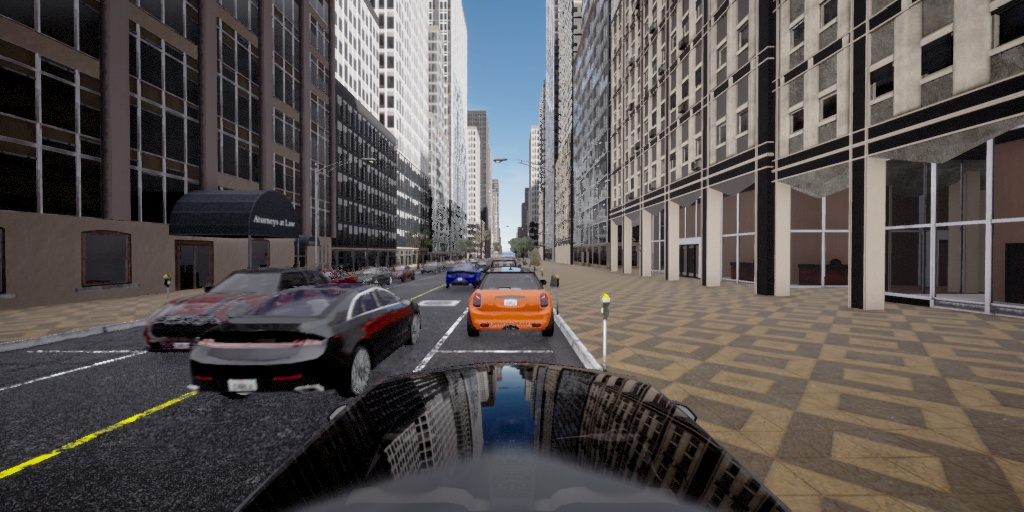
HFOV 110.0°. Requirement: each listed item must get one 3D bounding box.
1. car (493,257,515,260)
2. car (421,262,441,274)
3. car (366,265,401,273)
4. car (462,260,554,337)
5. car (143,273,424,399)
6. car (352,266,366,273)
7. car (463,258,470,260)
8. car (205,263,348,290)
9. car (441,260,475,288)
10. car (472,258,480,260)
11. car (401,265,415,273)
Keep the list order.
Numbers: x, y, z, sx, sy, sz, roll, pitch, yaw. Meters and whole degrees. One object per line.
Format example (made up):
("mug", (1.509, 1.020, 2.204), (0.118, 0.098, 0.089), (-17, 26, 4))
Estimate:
("car", (-0.457, 1.061, 22.523), (2.192, 1.841, 5.009), (0, 0, 0))
("car", (-8.837, 1.293, 39.574), (2.007, 1.370, 4.403), (0, 0, 0))
("car", (-8.838, 1.297, 22.523), (2.007, 1.370, 4.403), (0, 0, 0))
("car", (-0.033, 1.101, 10.471), (2.097, 1.767, 4.553), (0, 0, 0))
("car", (-3.045, 1.241, 6.476), (2.128, 1.511, 4.902), (0, 0, 0))
("car", (-8.837, 1.292, 16.839), (1.888, 1.381, 4.507), (0, 0, 0))
("car", (-8.837, 1.319, 62.308), (1.802, 1.307, 4.207), (0, 0, 0))
("car", (-6.248, 1.100, 9.019), (2.097, 1.767, 4.553), (0, 0, 0))
("car", (-3.045, 1.224, 23.445), (1.882, 1.535, 5.008), (0, 0, 0))
("car", (-3.160, 1.268, 40.306), (1.812, 1.442, 4.674), (0, 0, 0))
("car", (-8.837, 1.327, 28.206), (1.802, 1.307, 4.207), (0, 0, 0))
